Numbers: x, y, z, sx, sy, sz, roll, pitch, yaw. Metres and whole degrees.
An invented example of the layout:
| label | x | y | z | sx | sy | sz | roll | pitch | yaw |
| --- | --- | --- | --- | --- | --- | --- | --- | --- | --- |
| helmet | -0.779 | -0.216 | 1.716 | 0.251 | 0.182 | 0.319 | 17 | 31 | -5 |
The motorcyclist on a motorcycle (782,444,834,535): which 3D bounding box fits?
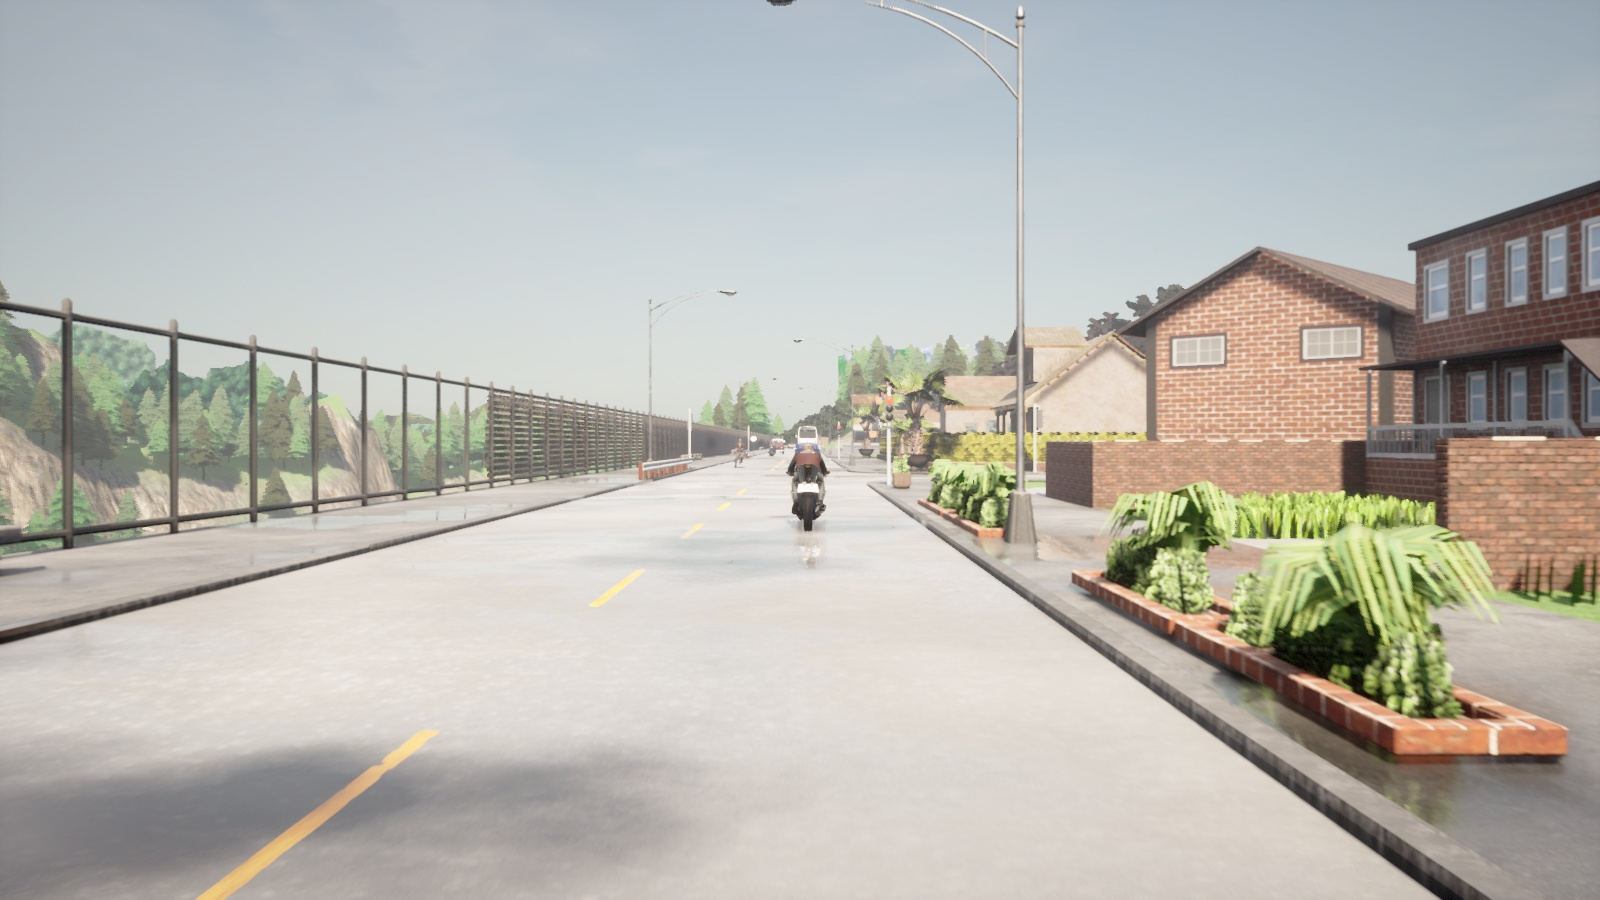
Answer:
| label | x | y | z | sx | sy | sz | roll | pitch | yaw |
| --- | --- | --- | --- | --- | --- | --- | --- | --- | --- |
| motorcyclist on a motorcycle | 0.142 | 0.656 | 22.270 | 0.866 | 1.530 | 2.191 | 0 | 0 | 0 |
